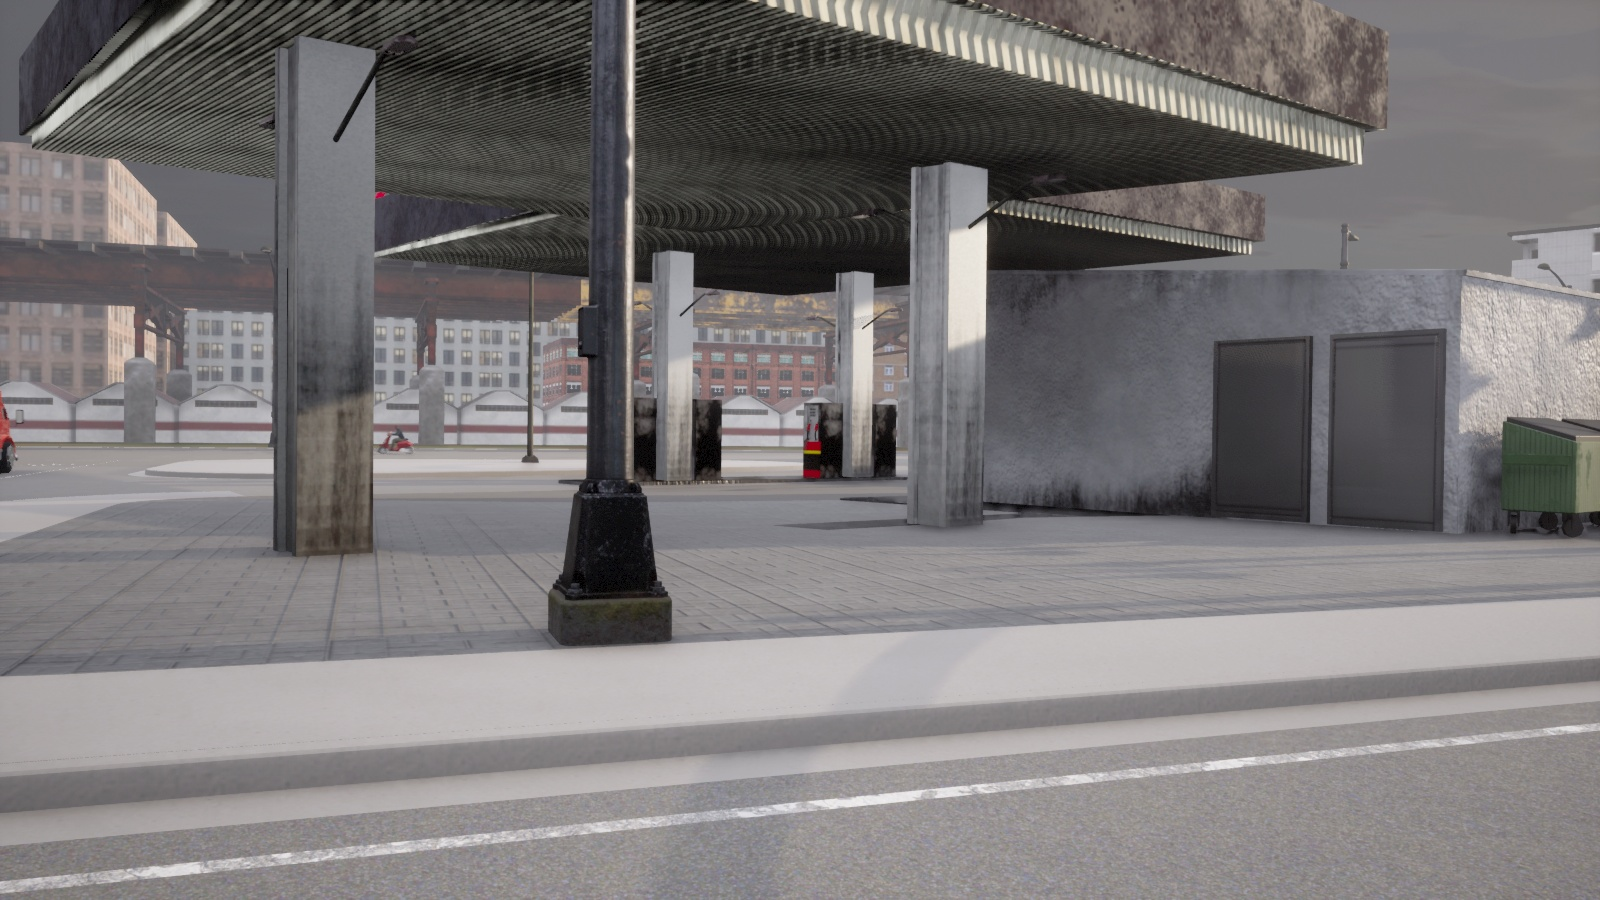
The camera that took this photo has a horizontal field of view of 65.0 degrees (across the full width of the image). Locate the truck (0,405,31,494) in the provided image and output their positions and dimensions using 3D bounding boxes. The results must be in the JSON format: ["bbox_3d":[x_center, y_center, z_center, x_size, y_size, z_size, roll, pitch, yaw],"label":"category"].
[{"bbox_3d":[-23.844,-0.007,35.388,2.627,2.467,5.204,-1,1,-19],"label":"truck"}]

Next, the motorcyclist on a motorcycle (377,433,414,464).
[{"bbox_3d":[-21.214,-0.091,65.848,1.817,1.590,0.866,-1,1,-19],"label":"motorcyclist on a motorcycle"}]
